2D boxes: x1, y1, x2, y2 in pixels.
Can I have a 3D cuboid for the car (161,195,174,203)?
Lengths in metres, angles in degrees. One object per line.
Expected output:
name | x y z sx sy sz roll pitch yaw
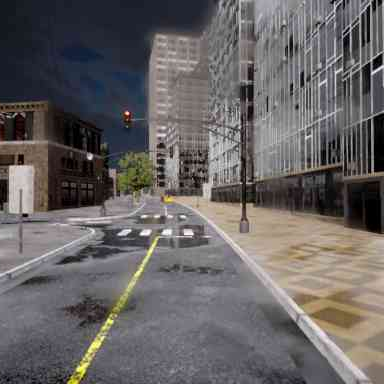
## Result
car | -4.751 1.466 67.655 1.882 1.535 5.008 0 0 -8
